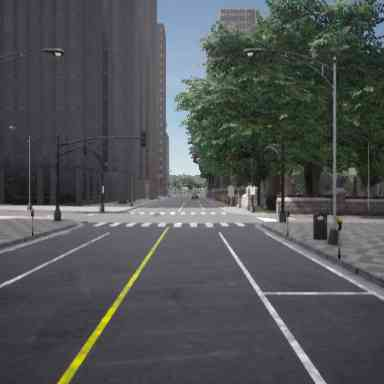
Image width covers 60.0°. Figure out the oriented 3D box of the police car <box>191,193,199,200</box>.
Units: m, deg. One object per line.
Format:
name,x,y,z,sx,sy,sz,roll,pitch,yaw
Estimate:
police car,0.900,1.525,93.238,1.930,1.638,5.238,0,0,0
